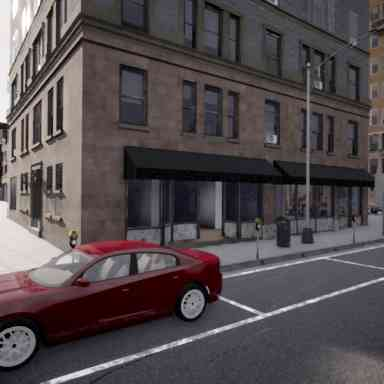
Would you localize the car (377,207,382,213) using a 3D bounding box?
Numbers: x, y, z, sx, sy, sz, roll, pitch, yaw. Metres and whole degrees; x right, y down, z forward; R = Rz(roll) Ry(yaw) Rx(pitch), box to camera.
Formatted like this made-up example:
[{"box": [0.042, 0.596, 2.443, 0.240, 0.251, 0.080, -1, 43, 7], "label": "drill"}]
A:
[{"box": [16.350, 1.367, 33.250, 1.837, 1.490, 4.892, 1, 0, -35], "label": "car"}]

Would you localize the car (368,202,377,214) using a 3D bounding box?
[{"box": [14.095, 1.361, 30.818, 1.812, 1.442, 4.674, 1, 0, -33], "label": "car"}]

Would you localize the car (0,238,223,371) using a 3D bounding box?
[{"box": [-1.518, 1.545, 5.672, 4.507, 1.381, 1.887, 0, 1, -35], "label": "car"}]
